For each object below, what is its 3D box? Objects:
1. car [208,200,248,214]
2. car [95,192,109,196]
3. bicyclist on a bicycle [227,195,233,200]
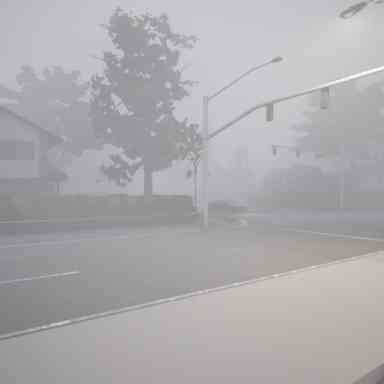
[{"bbox_3d":[3.613,1.545,36.546,2.033,1.411,5.357,0,0,-36],"label":"car"},{"bbox_3d":[-20.412,1.046,75.266,2.150,2.045,5.566,0,0,-36],"label":"car"},{"bbox_3d":[5.913,1.300,51.108,1.656,1.620,0.582,0,0,-36],"label":"bicyclist on a bicycle"}]
